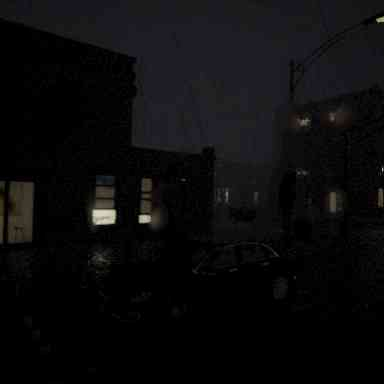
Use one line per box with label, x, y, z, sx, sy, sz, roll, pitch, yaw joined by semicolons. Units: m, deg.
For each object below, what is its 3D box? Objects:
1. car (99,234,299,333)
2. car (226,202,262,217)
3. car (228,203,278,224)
car;0.348;1.597;6.791;4.403;1.369;2.008;1;1;-35
car;6.147;2.072;39.966;1.967;1.590;4.097;1;-1;-35
car;4.857;1.831;26.738;1.887;1.381;4.507;2;-1;-35
